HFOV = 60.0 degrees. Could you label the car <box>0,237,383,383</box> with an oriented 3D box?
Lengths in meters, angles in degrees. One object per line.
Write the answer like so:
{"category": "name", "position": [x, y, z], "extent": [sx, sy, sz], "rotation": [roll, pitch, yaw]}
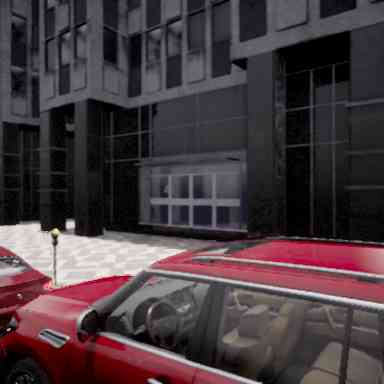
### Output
{"category": "car", "position": [0.483, 1.315, 2.624], "extent": [5.009, 1.841, 2.192], "rotation": [0, 0, 36]}
